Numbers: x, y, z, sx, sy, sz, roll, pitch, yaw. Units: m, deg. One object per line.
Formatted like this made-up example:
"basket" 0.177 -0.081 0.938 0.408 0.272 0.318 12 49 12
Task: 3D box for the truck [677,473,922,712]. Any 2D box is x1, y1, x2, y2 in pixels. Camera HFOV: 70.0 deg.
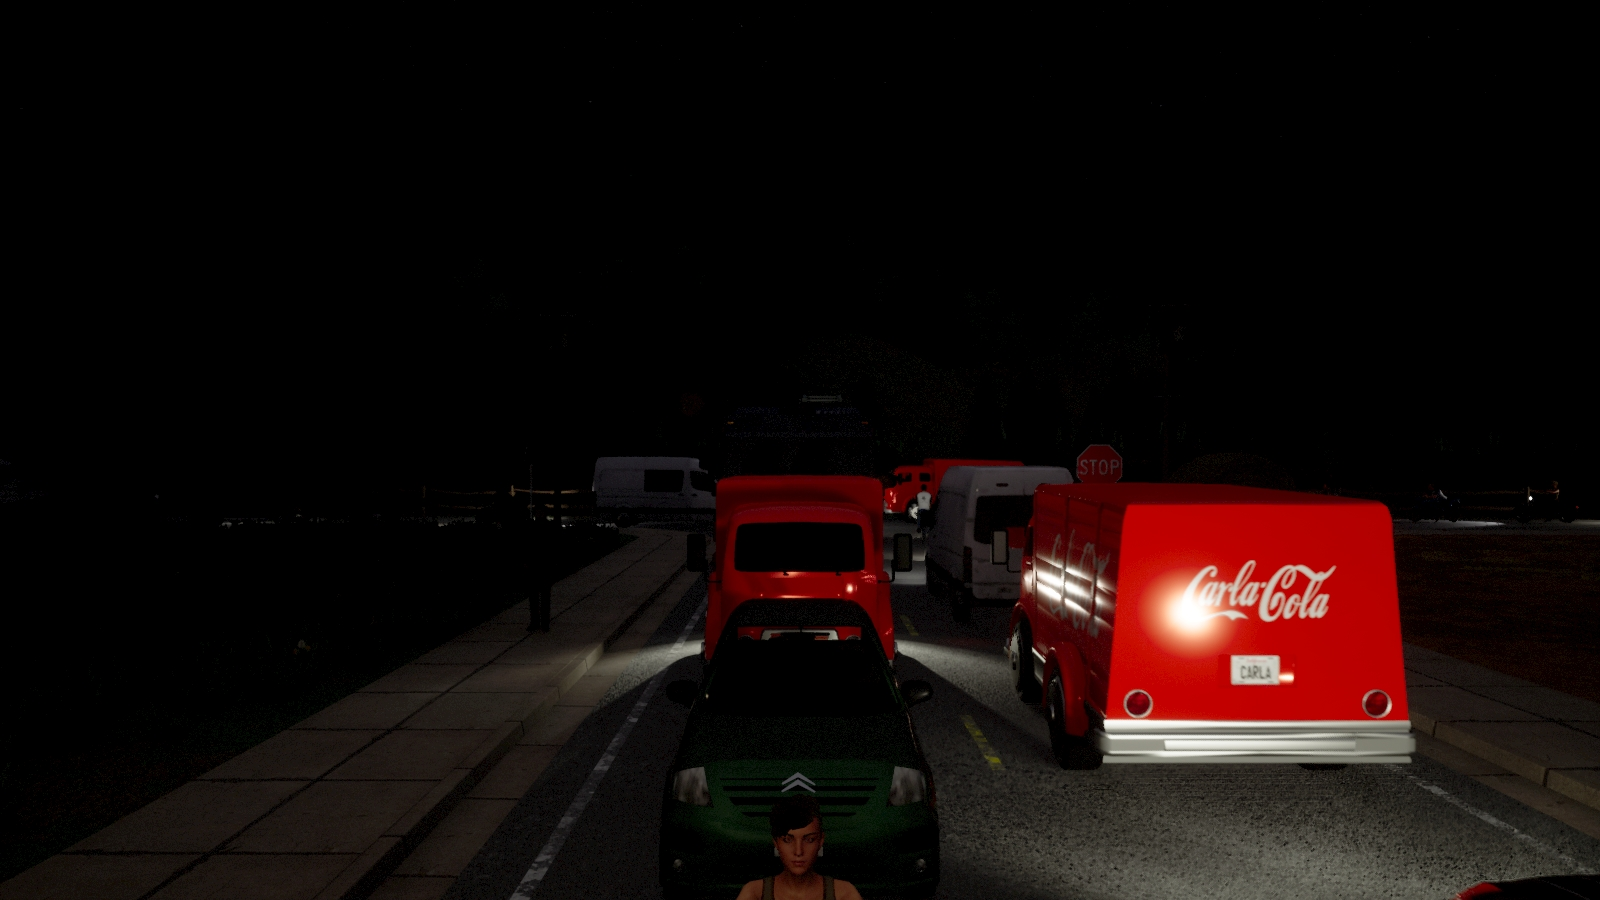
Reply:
"truck" -0.012 1.578 14.852 2.627 2.467 5.204 0 0 0

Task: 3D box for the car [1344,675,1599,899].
"car" 3.531 1.908 2.936 2.097 1.767 4.553 0 0 0

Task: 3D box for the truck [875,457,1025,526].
"truck" 5.726 1.580 44.048 5.204 2.467 2.627 1 0 -7

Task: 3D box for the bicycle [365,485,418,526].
"bicycle" -15.091 2.051 42.196 1.835 1.471 0.329 0 0 3

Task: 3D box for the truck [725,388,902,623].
"truck" 0.198 0.905 22.882 2.891 3.827 8.468 0 0 0

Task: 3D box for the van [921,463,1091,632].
"van" 3.510 1.548 20.677 1.988 2.561 5.915 0 0 0

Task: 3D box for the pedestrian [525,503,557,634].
"pedestrian" -3.748 1.705 16.558 0.375 1.860 0.375 0 0 0

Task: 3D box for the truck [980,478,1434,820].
"truck" 3.499 1.577 11.277 2.627 2.467 5.204 0 0 0

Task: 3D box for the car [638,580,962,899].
"car" -0.002 2.006 8.512 1.851 1.617 3.988 0 0 0

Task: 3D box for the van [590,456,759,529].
"van" -4.521 1.527 41.696 5.915 2.561 1.988 0 0 3
